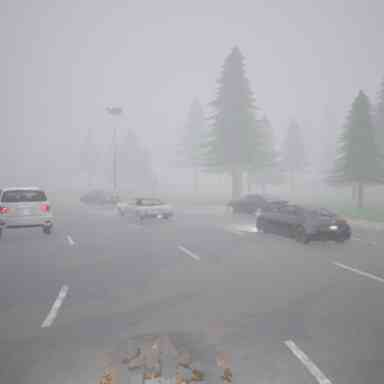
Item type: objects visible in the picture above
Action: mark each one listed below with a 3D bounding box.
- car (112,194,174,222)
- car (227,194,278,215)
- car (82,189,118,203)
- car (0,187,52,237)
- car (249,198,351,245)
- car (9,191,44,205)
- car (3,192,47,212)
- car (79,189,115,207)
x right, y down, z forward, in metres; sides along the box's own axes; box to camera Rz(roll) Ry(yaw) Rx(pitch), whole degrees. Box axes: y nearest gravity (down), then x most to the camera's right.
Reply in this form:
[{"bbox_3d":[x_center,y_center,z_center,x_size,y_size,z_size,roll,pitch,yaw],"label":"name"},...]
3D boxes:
[{"bbox_3d":[-3.054,1.022,20.643,1.895,1.301,4.718,-1,2,-33],"label":"car"},{"bbox_3d":[4.288,0.846,22.267,1.882,1.535,5.008,-1,1,-29],"label":"car"},{"bbox_3d":[-10.913,0.411,39.318,4.892,1.490,1.837,1,2,43],"label":"car"},{"bbox_3d":[-8.024,0.789,15.605,2.150,2.045,5.566,0,2,-31],"label":"car"},{"bbox_3d":[4.350,1.174,13.595,1.994,1.385,4.181,0,2,-18],"label":"car"},{"bbox_3d":[-18.266,0.592,36.605,4.718,1.301,1.895,1,2,43],"label":"car"},{"bbox_3d":[-13.994,0.761,27.691,4.674,1.442,1.812,1,2,44],"label":"car"},{"bbox_3d":[-9.113,0.632,32.889,5.357,1.411,2.033,1,2,43],"label":"car"}]
